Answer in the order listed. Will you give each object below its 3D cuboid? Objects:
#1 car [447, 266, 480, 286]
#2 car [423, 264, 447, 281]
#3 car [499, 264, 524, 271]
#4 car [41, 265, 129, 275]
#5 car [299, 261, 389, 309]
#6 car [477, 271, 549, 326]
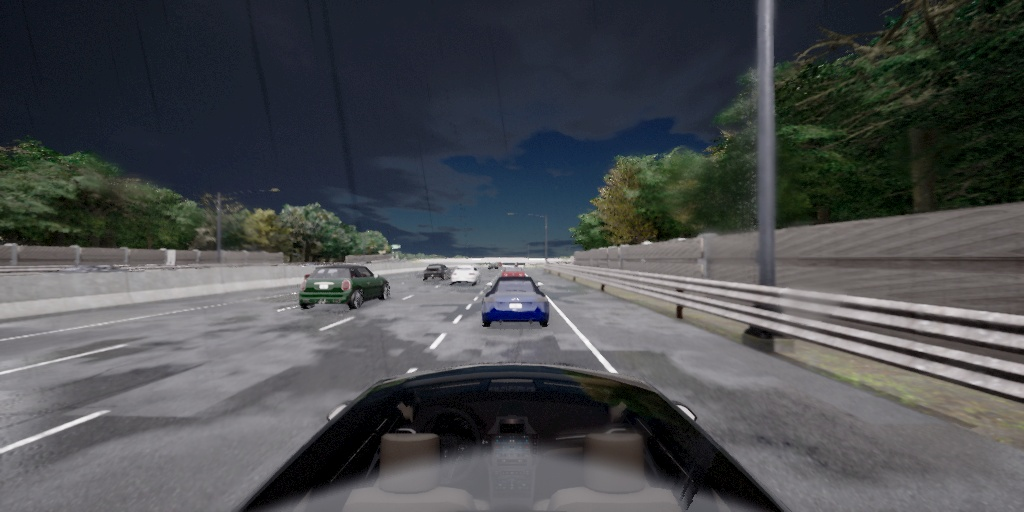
[{"bbox_3d":[-3.500,1.455,27.560,1.812,1.442,4.674,0,-1,0],"label":"car"},{"bbox_3d":[-6.900,1.498,33.423,1.837,1.490,4.892,0,-1,0],"label":"car"},{"bbox_3d":[0.106,1.565,30.732,1.895,1.301,4.718,0,-1,0],"label":"car"},{"bbox_3d":[-31.596,1.412,26.687,2.128,1.511,4.902,0,-1,0],"label":"car"},{"bbox_3d":[-6.900,1.163,15.279,2.097,1.767,4.553,0,0,0],"label":"car"},{"bbox_3d":[0.100,1.352,11.859,1.994,1.385,4.181,0,0,0],"label":"car"}]
